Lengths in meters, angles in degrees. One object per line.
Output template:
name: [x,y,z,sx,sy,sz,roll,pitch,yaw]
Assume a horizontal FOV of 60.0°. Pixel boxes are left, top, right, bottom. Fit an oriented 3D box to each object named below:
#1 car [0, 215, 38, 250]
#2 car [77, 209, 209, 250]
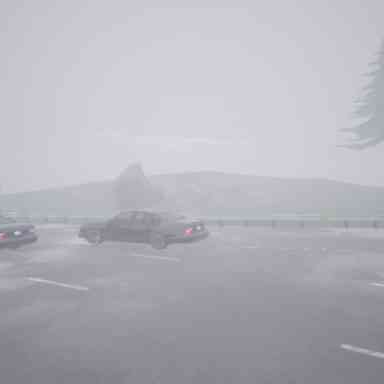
car: [-8.345,1.494,12.465,5.357,1.411,2.033,0,1,22]
car: [-2.024,1.393,13.317,5.357,1.411,2.033,0,1,26]
